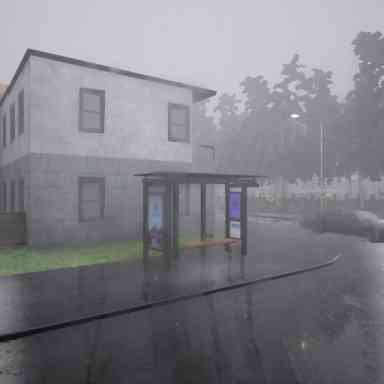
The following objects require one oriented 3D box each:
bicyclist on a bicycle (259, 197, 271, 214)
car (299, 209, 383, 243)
[{"bbox_3d":[7.145,1.349,32.428,1.656,1.620,0.582,0,0,-35],"label":"bicyclist on a bicycle"},{"bbox_3d":[7.905,1.547,16.496,2.033,1.411,5.357,0,0,-30],"label":"car"}]
